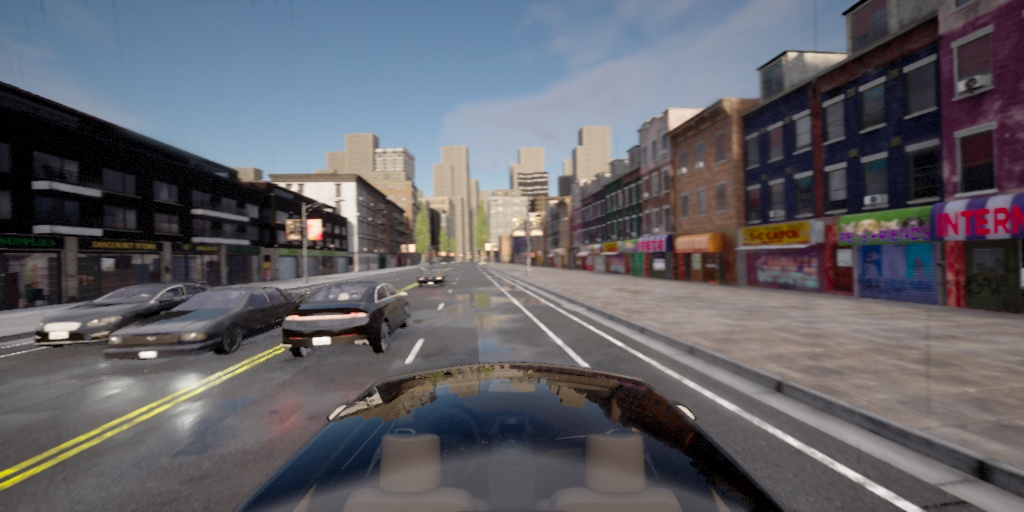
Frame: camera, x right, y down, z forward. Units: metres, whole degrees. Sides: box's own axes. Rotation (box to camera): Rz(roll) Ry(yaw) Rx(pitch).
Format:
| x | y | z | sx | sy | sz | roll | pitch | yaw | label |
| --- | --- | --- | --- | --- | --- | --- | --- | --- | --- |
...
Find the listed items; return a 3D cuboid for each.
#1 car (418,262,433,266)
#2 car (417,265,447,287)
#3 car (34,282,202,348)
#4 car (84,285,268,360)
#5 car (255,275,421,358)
| x | y | z | sx | sy | sz | roll | pitch | yaw | label |
| --- | --- | --- | --- | --- | --- | --- | --- | --- | --- |
| -12.115 | 1.513 | 50.365 | 1.812 | 1.442 | 4.674 | -2 | 0 | -7 | car |
| -6.004 | 1.637 | 27.452 | 1.895 | 1.301 | 4.718 | -2 | 0 | -7 | car |
| -10.755 | 1.586 | 10.714 | 2.128 | 1.511 | 4.902 | -2 | 0 | -7 | car |
| -7.347 | 1.539 | 9.571 | 2.033 | 1.411 | 5.357 | -2 | 0 | -7 | car |
| -3.814 | 1.380 | 9.048 | 2.128 | 1.511 | 4.902 | -2 | 0 | -7 | car |
